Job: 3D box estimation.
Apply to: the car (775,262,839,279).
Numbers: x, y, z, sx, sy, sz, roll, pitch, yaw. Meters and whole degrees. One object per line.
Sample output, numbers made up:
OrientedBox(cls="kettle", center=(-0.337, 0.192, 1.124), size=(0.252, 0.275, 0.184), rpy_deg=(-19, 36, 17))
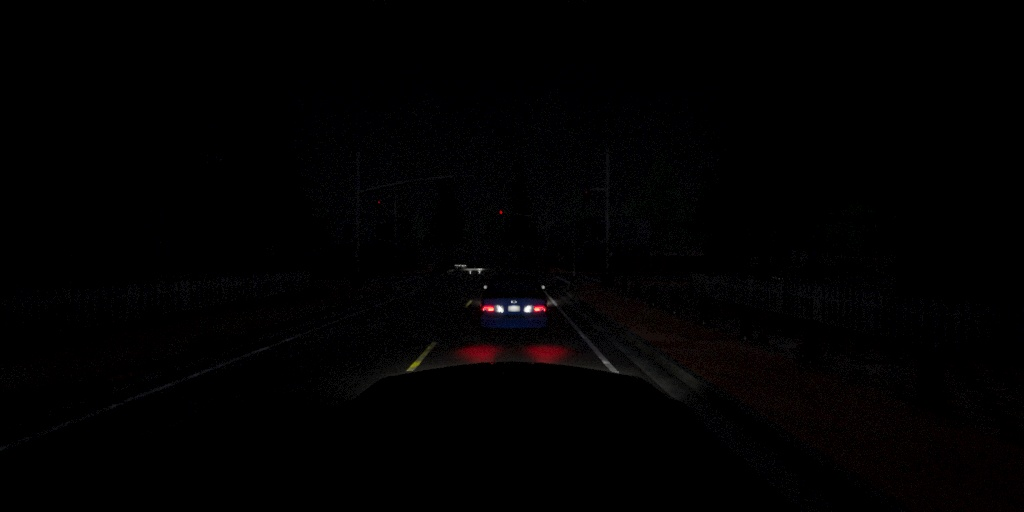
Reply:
OrientedBox(cls="car", center=(24.556, 1.148, 29.932), size=(4.181, 1.385, 1.994), rpy_deg=(0, 0, 2))

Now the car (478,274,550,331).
OrientedBox(cls="car", center=(0.065, 1.249, 10.798), size=(2.033, 1.411, 5.357), rpy_deg=(0, 0, 0))

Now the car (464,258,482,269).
OrientedBox(cls="car", center=(-5.243, 1.008, 49.687), size=(2.033, 1.411, 5.357), rpy_deg=(0, 0, -9))
